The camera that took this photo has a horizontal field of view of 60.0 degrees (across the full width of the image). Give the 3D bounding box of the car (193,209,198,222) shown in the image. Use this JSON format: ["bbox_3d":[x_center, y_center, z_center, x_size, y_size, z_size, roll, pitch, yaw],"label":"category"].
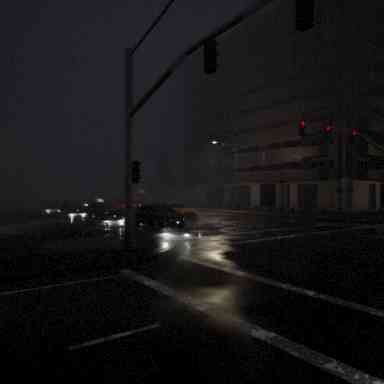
[{"bbox_3d":[-1.485,1.533,26.661,1.882,1.535,5.008,0,0,-35],"label":"car"}]

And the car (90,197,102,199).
[{"bbox_3d":[-12.947,1.603,42.800,2.033,1.411,5.357,0,0,-35],"label":"car"}]

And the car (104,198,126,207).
[{"bbox_3d":[-12.673,1.656,54.818,1.895,1.301,4.718,0,0,-36],"label":"car"}]

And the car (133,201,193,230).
[{"bbox_3d":[-2.254,1.560,21.702,1.837,1.490,4.892,0,0,-36],"label":"car"}]

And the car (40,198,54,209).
[{"bbox_3d":[-19.807,1.533,46.472,1.882,1.535,5.008,0,0,-35],"label":"car"}]

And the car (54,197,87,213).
[{"bbox_3d":[-13.758,1.603,37.899,2.033,1.411,5.357,0,0,-35],"label":"car"}]

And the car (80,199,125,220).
[{"bbox_3d":[-7.898,1.603,29.639,2.033,1.411,5.357,0,0,-35],"label":"car"}]

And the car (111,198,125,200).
[{"bbox_3d":[-6.861,1.407,34.223,2.097,1.767,4.553,0,0,-36],"label":"car"}]

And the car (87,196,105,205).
[{"bbox_3d":[-17.961,1.581,62.260,1.812,1.442,4.674,0,0,-34],"label":"car"}]

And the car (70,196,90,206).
[{"bbox_3d":[-19.911,1.547,58.954,2.128,1.511,4.902,0,0,-35],"label":"car"}]
